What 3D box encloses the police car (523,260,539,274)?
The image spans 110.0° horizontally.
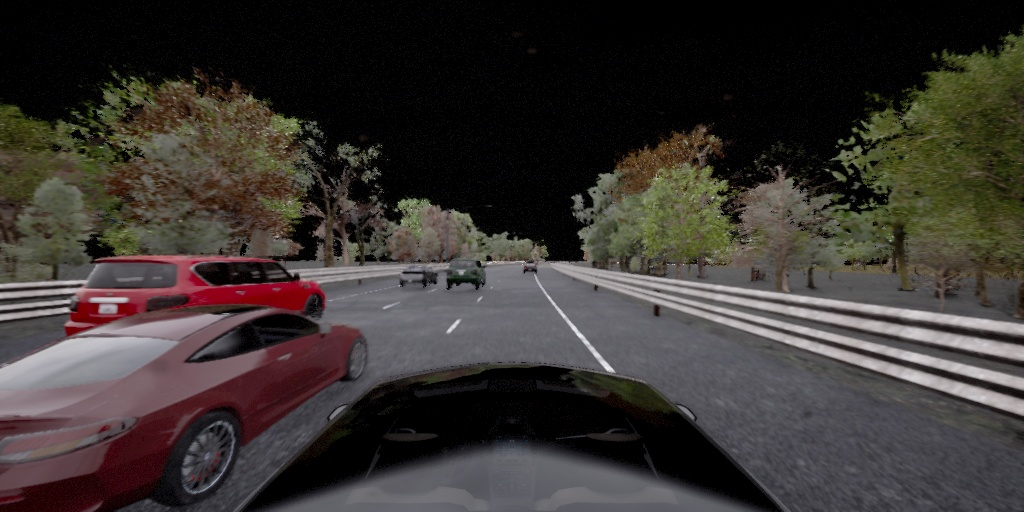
[{"bbox_3d":[2.509,1.642,50.001,1.930,1.638,5.238,0,-1,4],"label":"police car"}]

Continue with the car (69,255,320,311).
[{"bbox_3d":[-6.864,1.020,8.794,2.150,2.045,5.566,0,-1,0],"label":"car"}]

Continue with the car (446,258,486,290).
[{"bbox_3d":[-3.068,1.178,24.837,2.150,2.045,5.566,0,-1,2],"label":"car"}]

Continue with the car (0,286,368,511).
[{"bbox_3d":[-3.387,1.291,4.255,1.812,1.442,4.674,0,-1,0],"label":"car"}]

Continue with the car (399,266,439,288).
[{"bbox_3d":[-6.540,1.449,25.700,2.128,1.511,4.902,0,-1,2],"label":"car"}]
